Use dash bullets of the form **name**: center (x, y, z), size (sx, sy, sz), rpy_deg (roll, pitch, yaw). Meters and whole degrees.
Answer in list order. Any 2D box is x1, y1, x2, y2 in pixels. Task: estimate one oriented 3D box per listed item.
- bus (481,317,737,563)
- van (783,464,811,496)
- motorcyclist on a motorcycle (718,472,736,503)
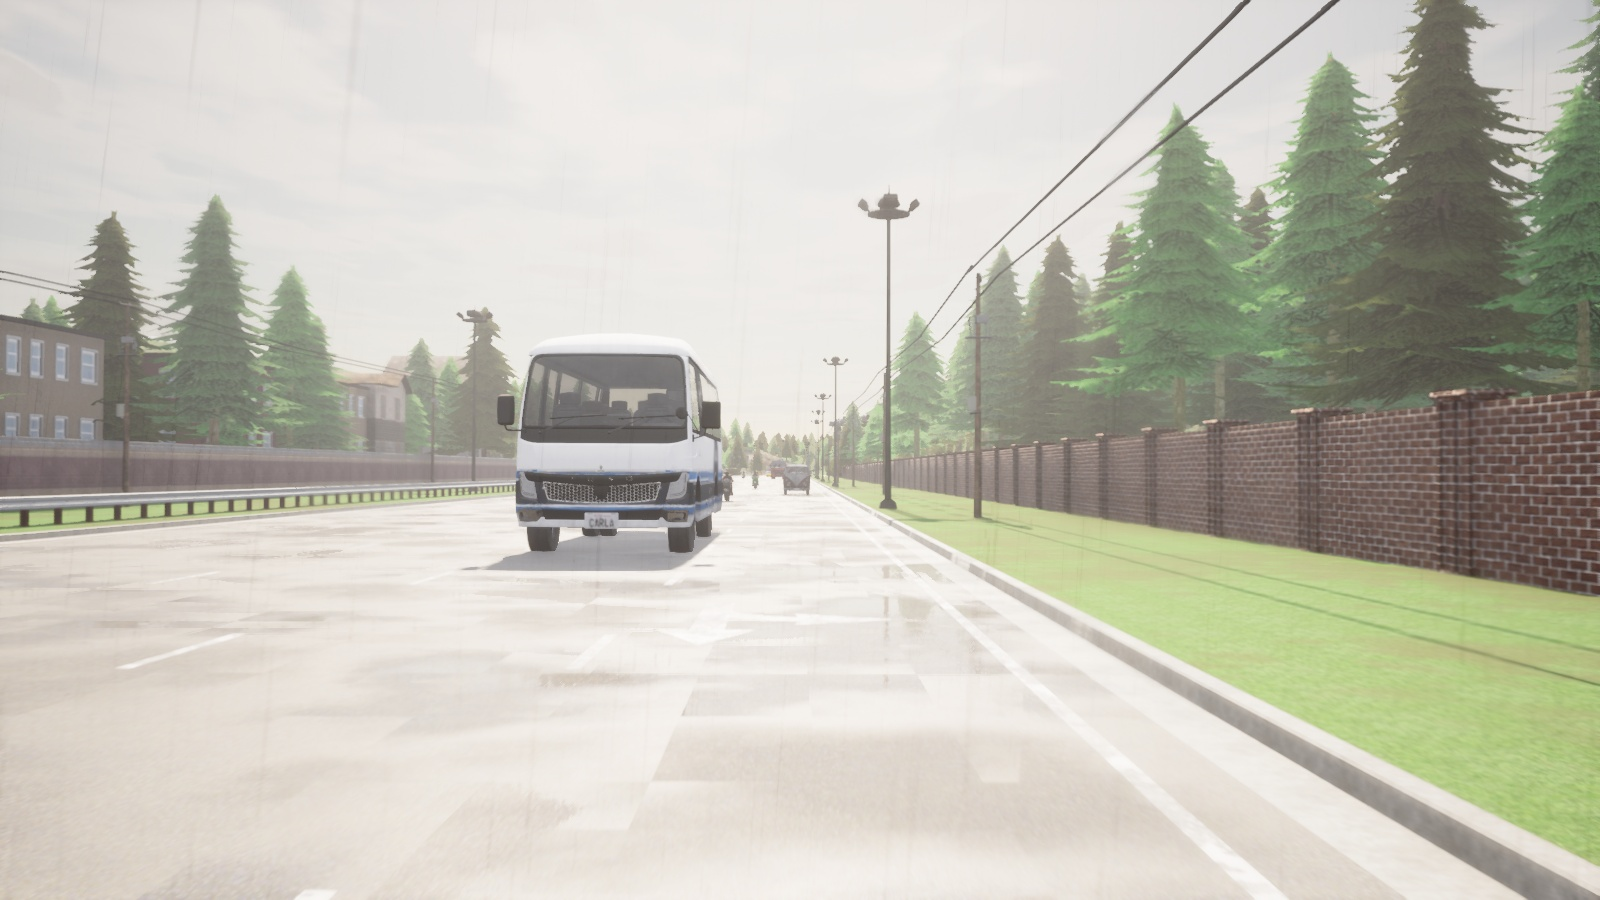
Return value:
- **bus**: center (-3.570, -0.097, 26.911), size (3.944, 4.253, 10.273), rpy_deg (0, -1, 0)
- **van**: center (-0.197, 1.937, 81.789), size (1.775, 1.987, 4.442), rpy_deg (0, -1, 0)
- **motorcyclist on a motorcycle**: center (-3.652, 1.871, 63.279), size (0.797, 1.523, 2.044), rpy_deg (0, -1, 0)
